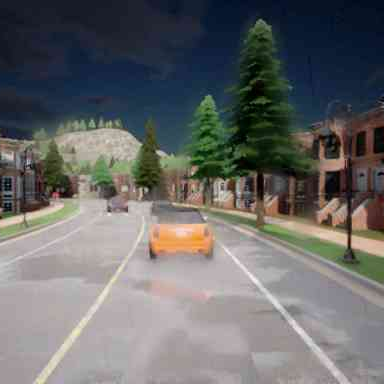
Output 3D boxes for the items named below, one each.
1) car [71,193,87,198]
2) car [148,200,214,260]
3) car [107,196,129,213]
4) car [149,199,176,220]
[{"bbox_3d":[-24.856,0.888,73.039,1.882,1.535,5.008,0,0,-42],"label":"car"},{"bbox_3d":[-0.451,1.318,12.473,2.097,1.767,4.553,0,0,-4],"label":"car"},{"bbox_3d":[-7.928,1.253,35.369,2.097,1.767,4.553,0,0,-15],"label":"car"},{"bbox_3d":[-2.617,1.425,28.532,1.837,1.490,4.892,0,0,-11],"label":"car"}]
